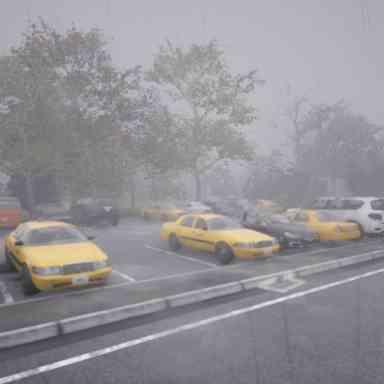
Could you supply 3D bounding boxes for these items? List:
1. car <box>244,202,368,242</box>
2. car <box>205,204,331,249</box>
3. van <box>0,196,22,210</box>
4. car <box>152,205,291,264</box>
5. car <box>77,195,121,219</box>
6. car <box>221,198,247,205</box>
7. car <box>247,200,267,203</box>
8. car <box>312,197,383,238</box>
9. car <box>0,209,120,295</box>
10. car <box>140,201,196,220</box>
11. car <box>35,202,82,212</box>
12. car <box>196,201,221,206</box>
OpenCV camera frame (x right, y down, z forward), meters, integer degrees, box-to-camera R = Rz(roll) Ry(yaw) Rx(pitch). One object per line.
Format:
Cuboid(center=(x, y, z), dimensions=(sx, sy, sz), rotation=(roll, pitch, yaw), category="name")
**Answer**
Cuboid(center=(5.095, 1.505, 15.879), dimensions=(1.946, 1.575, 5.366), rotation=(0, 0, -35), category="car")
Cuboid(center=(2.931, 1.504, 14.130), dimensions=(2.231, 1.521, 4.892), rotation=(0, 0, -35), category="car")
Cuboid(center=(-11.548, 1.255, 20.049), dimensions=(1.878, 1.987, 4.442), rotation=(0, 0, -35), category="van")
Cuboid(center=(0.775, 1.493, 12.372), dimensions=(1.946, 1.575, 5.366), rotation=(0, 0, -35), category="car")
Cuboid(center=(-6.872, 1.240, 23.246), dimensions=(2.435, 2.045, 5.566), rotation=(0, 0, -35), category="car")
Cuboid(center=(2.209, 1.545, 29.594), dimensions=(2.163, 1.488, 4.792), rotation=(0, 0, -35), category="car")
Cuboid(center=(4.334, 1.395, 31.170), dimensions=(2.185, 1.767, 4.553), rotation=(0, 0, -35), category="car")
Cuboid(center=(7.453, 1.263, 17.354), dimensions=(2.435, 2.045, 5.566), rotation=(0, 0, -35), category="car")
Cuboid(center=(-3.858, 1.484, 9.097), dimensions=(1.946, 1.575, 5.366), rotation=(0, 0, -35), category="car")
Cuboid(center=(-2.226, 1.500, 26.268), dimensions=(1.946, 1.575, 5.366), rotation=(0, 0, -35), category="car")
Cuboid(center=(-9.101, 1.515, 21.601), dimensions=(2.163, 1.488, 4.792), rotation=(0, 0, -35), category="car")
Cuboid(center=(-0.069, 1.549, 28.016), dimensions=(2.002, 1.452, 4.674), rotation=(0, 0, -35), category="car")
